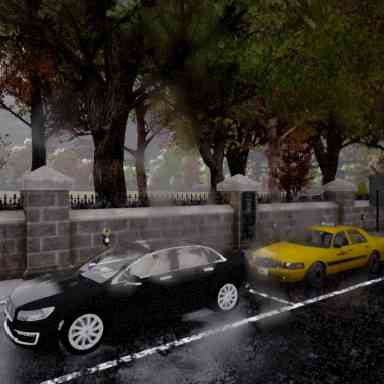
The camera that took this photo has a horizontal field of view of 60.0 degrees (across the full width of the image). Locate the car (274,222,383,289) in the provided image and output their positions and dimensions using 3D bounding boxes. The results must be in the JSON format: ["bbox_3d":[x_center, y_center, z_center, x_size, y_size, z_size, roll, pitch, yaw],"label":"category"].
[{"bbox_3d":[3.607,1.526,9.148,4.829,1.417,1.752,0,0,-36],"label":"car"}]

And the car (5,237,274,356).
[{"bbox_3d":[-0.834,1.551,5.970,4.403,1.369,2.008,0,0,-36],"label":"car"}]
